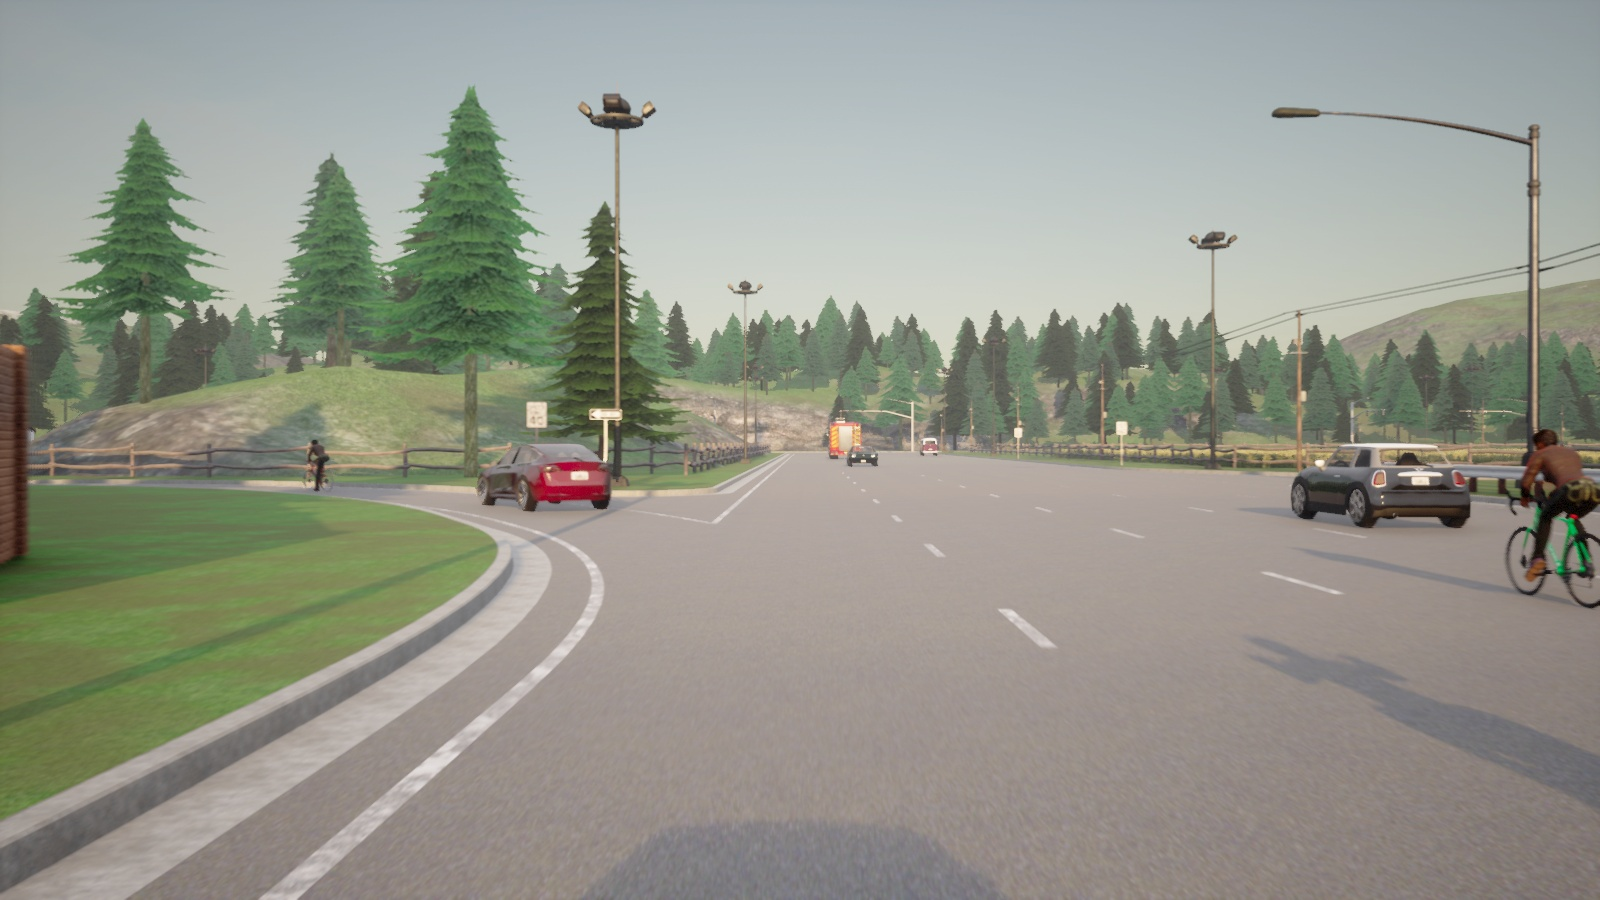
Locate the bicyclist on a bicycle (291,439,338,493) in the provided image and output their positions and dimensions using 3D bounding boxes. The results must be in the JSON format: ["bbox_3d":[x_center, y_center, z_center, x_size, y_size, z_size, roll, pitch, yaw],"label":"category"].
[{"bbox_3d":[-14.905,0.471,38.554,1.656,1.620,0.582,0,1,39],"label":"bicyclist on a bicycle"}]

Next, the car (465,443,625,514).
[{"bbox_3d":[-5.982,0.579,28.985,2.163,1.488,4.792,0,0,-31],"label":"car"}]

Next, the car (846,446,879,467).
[{"bbox_3d":[3.973,0.398,80.533,1.895,1.301,4.718,0,0,0],"label":"car"}]

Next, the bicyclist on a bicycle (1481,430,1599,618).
[{"bbox_3d":[7.082,0.640,11.692,0.582,1.620,1.656,0,0,0],"label":"bicyclist on a bicycle"}]

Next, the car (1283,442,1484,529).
[{"bbox_3d":[10.647,0.590,23.243,1.970,1.475,3.806,0,0,0],"label":"car"}]

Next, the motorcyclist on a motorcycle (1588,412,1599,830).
[{"bbox_3d":[3.537,0.678,3.855,0.766,1.649,2.350,0,0,0],"label":"motorcyclist on a motorcycle"}]
